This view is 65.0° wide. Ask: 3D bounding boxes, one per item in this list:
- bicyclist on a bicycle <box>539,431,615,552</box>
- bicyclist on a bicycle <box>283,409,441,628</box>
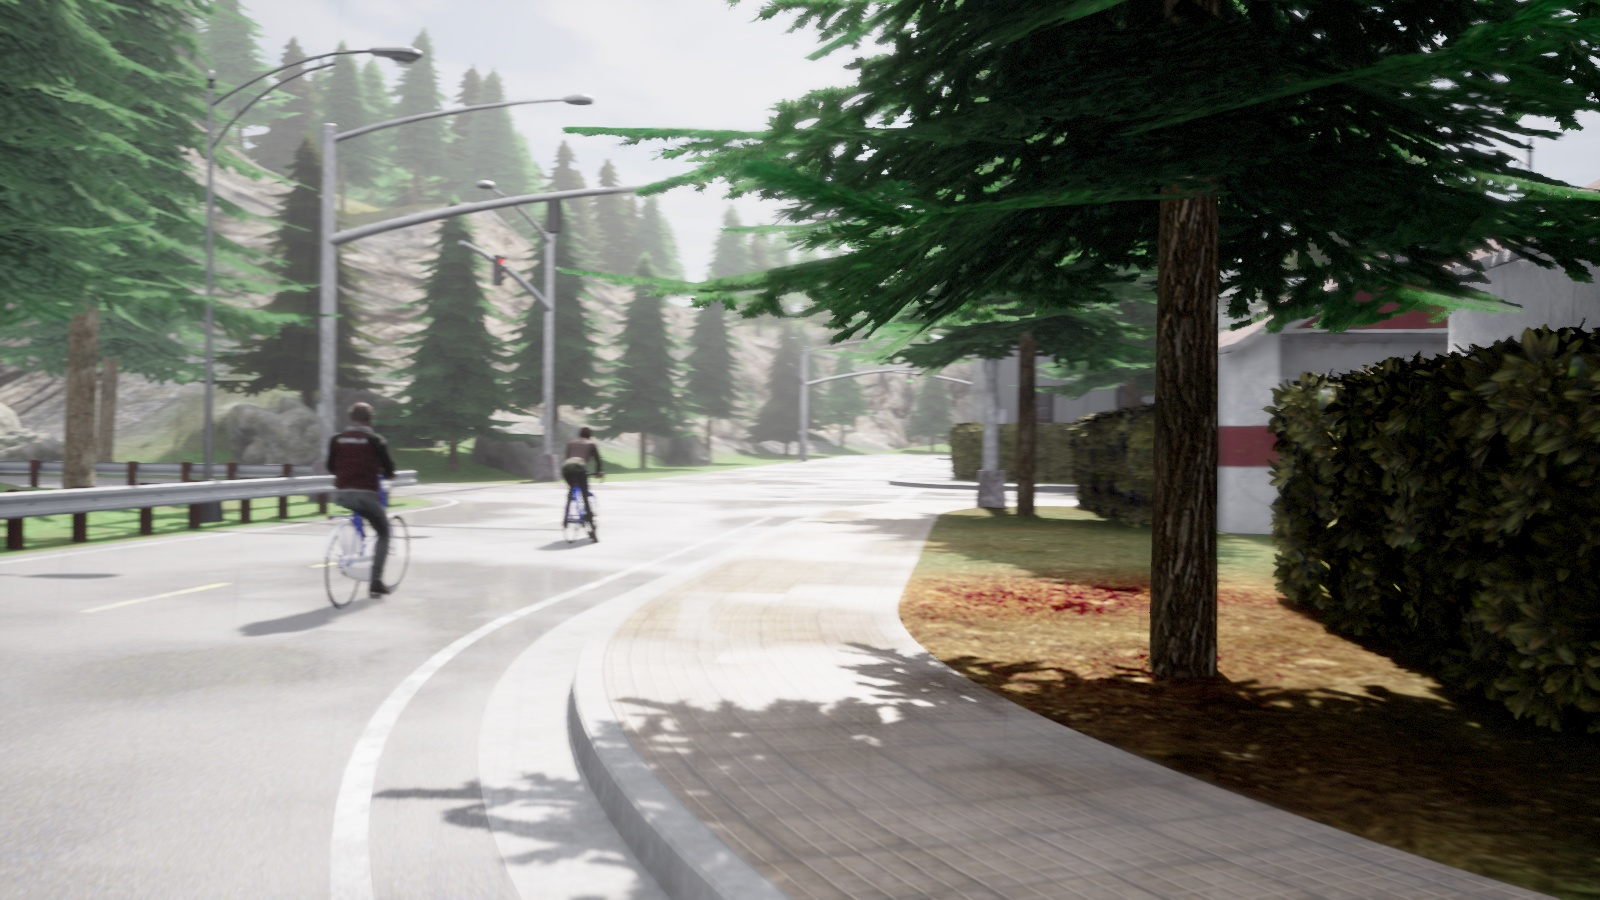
[{"bbox_3d":[-3.119,0.552,17.714,0.582,1.620,1.656,0,0,7],"label":"bicyclist on a bicycle"},{"bbox_3d":[-3.829,0.530,11.150,0.659,1.776,1.843,0,2,3],"label":"bicyclist on a bicycle"}]
